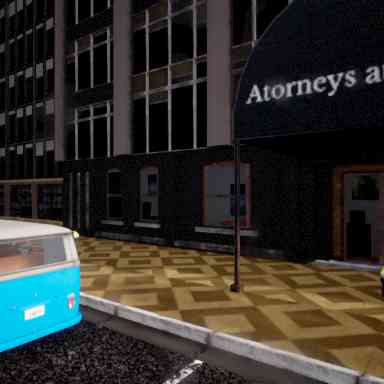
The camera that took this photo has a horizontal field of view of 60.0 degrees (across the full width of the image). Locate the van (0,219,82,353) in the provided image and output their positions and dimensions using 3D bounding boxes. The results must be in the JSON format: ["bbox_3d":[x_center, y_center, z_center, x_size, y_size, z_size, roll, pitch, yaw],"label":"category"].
[{"bbox_3d":[-3.561,1.341,5.438,3.998,1.788,1.690,0,0,36],"label":"van"}]
